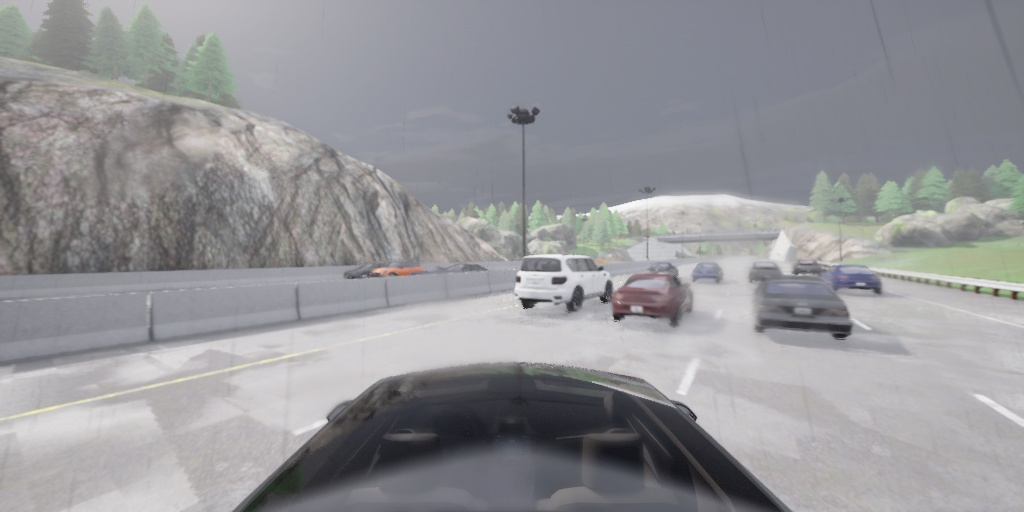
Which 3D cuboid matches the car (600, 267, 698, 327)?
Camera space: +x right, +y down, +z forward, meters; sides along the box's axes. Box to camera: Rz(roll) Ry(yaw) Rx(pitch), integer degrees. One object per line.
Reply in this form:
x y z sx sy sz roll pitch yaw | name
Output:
4.601 1.252 11.550 1.812 1.442 4.674 0 0 33 | car

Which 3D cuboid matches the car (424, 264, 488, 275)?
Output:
-3.527 1.305 25.059 1.837 1.490 4.892 0 0 33 | car

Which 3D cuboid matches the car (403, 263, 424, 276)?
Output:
-5.791 1.420 27.995 1.895 1.301 4.718 0 0 33 | car

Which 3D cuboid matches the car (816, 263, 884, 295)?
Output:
17.786 1.163 18.936 1.812 1.442 4.674 0 0 33 | car

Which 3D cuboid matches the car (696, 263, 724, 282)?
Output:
14.978 1.214 27.446 2.033 1.411 5.357 0 0 33 | car

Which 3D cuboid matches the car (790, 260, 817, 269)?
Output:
26.735 1.077 32.665 2.128 1.511 4.902 0 0 33 | car

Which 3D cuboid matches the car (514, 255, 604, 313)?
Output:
2.235 0.968 14.321 2.150 2.045 5.566 0 0 33 | car

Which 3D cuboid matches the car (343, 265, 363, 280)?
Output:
-12.118 1.374 31.108 1.837 1.490 4.892 0 0 33 | car

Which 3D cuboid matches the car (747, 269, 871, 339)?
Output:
7.787 1.248 10.009 2.033 1.411 5.357 0 0 33 | car

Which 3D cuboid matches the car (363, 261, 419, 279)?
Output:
-9.221 1.197 29.144 2.097 1.767 4.553 0 0 33 | car

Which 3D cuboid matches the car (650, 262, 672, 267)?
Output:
12.862 1.232 30.609 2.033 1.411 5.357 0 0 33 | car

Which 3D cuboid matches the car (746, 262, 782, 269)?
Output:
17.441 1.137 24.816 2.128 1.511 4.902 0 0 33 | car
